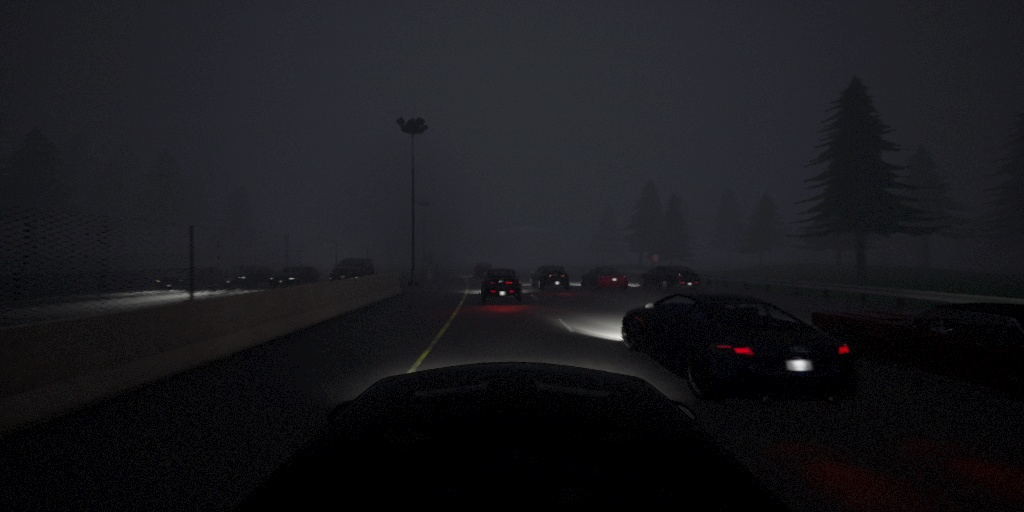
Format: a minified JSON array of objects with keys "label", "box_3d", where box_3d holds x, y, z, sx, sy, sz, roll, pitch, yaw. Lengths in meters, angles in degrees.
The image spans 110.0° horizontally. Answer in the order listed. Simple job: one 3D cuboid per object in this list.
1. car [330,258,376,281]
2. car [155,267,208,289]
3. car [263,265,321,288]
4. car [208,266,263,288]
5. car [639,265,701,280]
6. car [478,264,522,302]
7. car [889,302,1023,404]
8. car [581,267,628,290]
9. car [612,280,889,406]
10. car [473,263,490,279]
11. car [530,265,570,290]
[{"label":"car","box_3d":[-12.406,1.166,28.336,2.150,2.045,5.566,0,-1,-7]},{"label":"car","box_3d":[-22.696,1.539,25.995,2.033,1.411,5.357,0,0,-7]},{"label":"car","box_3d":[-15.688,1.459,26.263,1.837,1.490,4.892,0,-1,-7]},{"label":"car","box_3d":[-19.217,1.465,26.334,2.128,1.511,4.902,0,0,-7]},{"label":"car","box_3d":[9.547,1.294,22.108,1.837,1.490,4.892,0,0,-5]},{"label":"car","box_3d":[-0.590,1.332,17.671,1.837,1.490,4.892,0,0,-5]},{"label":"car","box_3d":[7.024,1.327,5.232,1.895,1.301,4.718,0,0,-1]},{"label":"car","box_3d":[5.900,1.379,23.324,1.994,1.385,4.181,0,0,-6]},{"label":"car","box_3d":[3.474,1.315,6.398,1.994,1.385,4.181,0,0,-1]},{"label":"car","box_3d":[-2.863,1.401,35.905,1.882,1.535,5.008,0,0,-9]},{"label":"car","box_3d":[2.392,1.340,23.268,1.837,1.490,4.892,0,0,-6]}]
